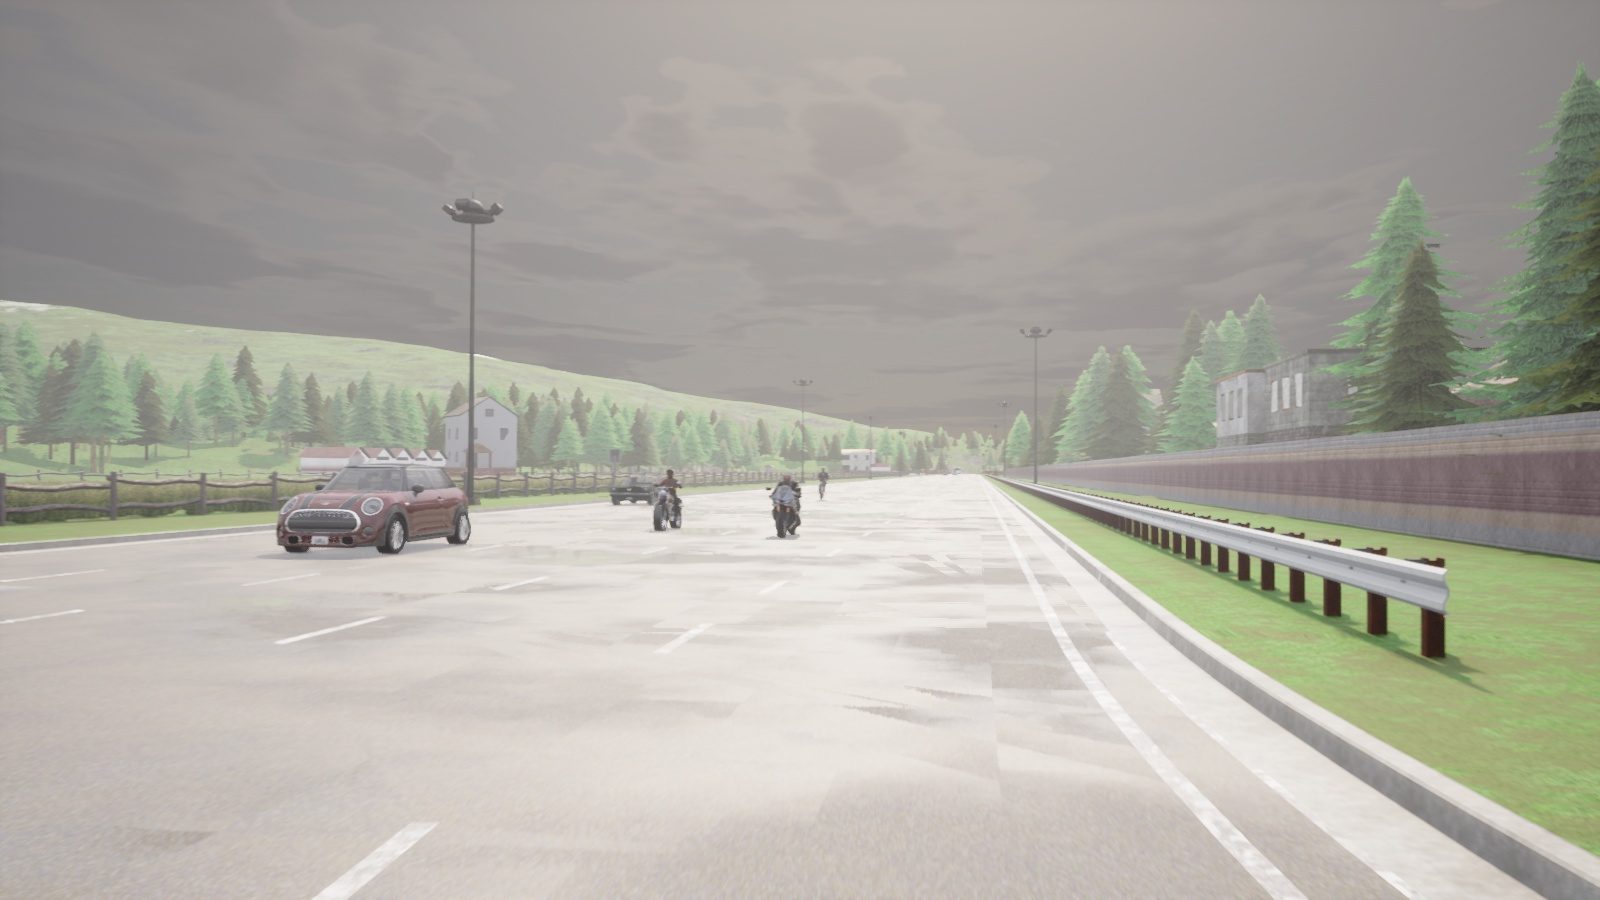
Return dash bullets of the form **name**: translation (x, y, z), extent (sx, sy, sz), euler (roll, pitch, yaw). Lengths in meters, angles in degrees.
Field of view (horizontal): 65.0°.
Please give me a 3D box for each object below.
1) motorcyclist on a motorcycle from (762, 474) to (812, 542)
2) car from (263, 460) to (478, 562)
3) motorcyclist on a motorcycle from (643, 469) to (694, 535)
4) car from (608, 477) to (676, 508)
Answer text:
- **motorcyclist on a motorcycle**: translation (-0.282, 1.351, 29.854), extent (0.866, 1.530, 2.191), euler (0, -1, 8)
- **car**: translation (-8.132, 1.108, 24.320), extent (2.097, 1.767, 4.553), euler (0, -1, 8)
- **motorcyclist on a motorcycle**: translation (-3.414, 1.325, 32.713), extent (0.766, 1.649, 2.350), euler (0, -1, 8)
- **car**: translation (-7.083, 1.891, 56.827), extent (1.895, 1.301, 4.718), euler (0, -1, 8)
